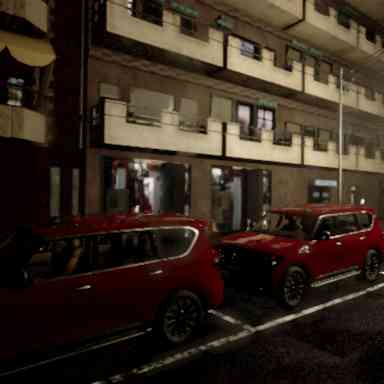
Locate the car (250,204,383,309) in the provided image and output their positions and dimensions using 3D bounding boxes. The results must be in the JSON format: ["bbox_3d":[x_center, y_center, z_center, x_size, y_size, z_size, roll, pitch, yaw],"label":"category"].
[{"bbox_3d":[2.713,1.273,8.002,5.009,1.841,2.192,0,2,-35],"label":"car"}]

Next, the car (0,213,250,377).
[{"bbox_3d":[-1.789,1.308,4.792,5.009,1.841,2.192,0,2,-35],"label":"car"}]
